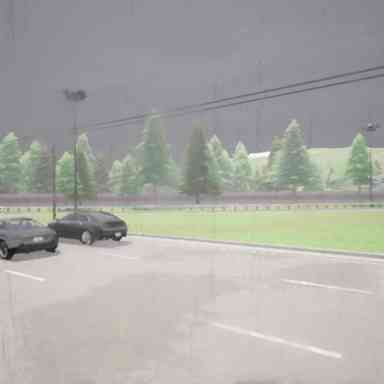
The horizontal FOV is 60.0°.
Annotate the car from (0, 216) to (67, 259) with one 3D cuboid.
[{"bbox_3d":[-7.244,1.718,13.360,4.181,1.385,1.994,-1,0,36],"label":"car"}]

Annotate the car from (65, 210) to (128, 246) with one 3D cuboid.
[{"bbox_3d":[-5.264,1.661,16.249,4.892,1.490,1.837,0,0,36],"label":"car"}]
